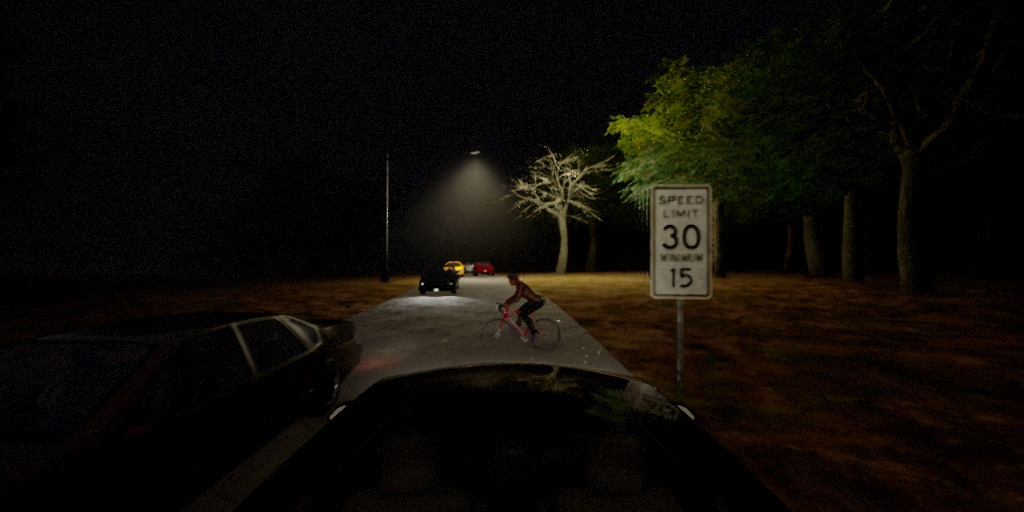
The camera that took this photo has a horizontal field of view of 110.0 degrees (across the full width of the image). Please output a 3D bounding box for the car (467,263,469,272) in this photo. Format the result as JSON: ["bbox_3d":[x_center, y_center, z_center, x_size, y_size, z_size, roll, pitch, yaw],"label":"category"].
[{"bbox_3d":[-5.926,1.703,50.022,1.812,1.442,4.674,0,-2,-15],"label":"car"}]

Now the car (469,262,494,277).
[{"bbox_3d":[-3.113,1.333,37.733,1.882,1.535,5.008,0,-1,-11],"label":"car"}]

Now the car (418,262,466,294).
[{"bbox_3d":[-3.817,1.216,19.610,2.033,1.411,5.357,0,0,-5],"label":"car"}]

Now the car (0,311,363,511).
[{"bbox_3d":[-3.196,1.283,3.183,2.033,1.411,5.357,0,0,0],"label":"car"}]

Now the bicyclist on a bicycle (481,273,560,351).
[{"bbox_3d":[0.182,1.174,7.439,1.656,1.620,0.582,0,0,-1],"label":"bicyclist on a bicycle"}]
